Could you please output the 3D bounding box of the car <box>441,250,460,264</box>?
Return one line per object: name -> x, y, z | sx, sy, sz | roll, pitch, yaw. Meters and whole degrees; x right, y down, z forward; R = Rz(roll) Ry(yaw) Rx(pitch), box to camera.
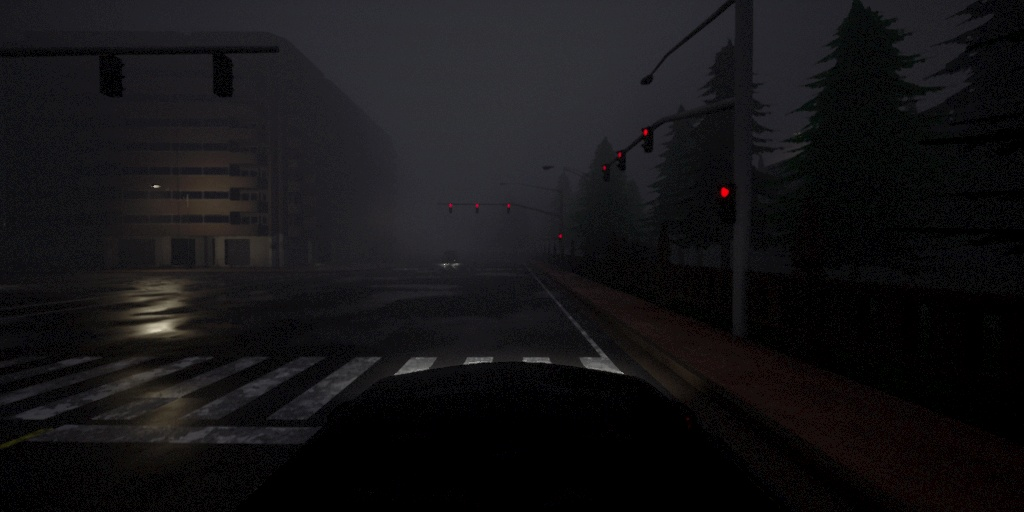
car -> -9.202, 0.169, 54.023 | 2.150, 2.045, 5.566 | 0, 2, -2
